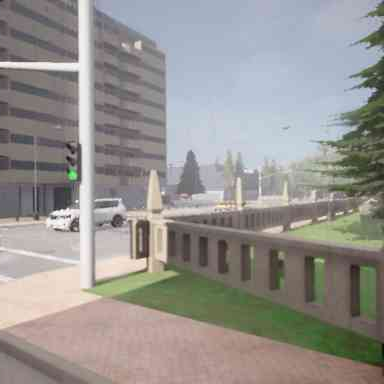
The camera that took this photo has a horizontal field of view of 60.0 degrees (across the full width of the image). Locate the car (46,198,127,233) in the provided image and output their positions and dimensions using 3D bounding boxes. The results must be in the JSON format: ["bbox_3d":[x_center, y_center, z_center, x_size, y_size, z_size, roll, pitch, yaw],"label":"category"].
[{"bbox_3d":[-6.954,1.501,22.607,2.150,2.045,5.566,-1,0,35],"label":"car"}]

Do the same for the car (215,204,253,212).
[{"bbox_3d":[4.053,1.798,25.947,1.895,1.301,4.718,-1,0,35],"label":"car"}]

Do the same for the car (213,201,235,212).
[{"bbox_3d":[4.269,1.762,38.624,1.882,1.535,5.008,-1,0,35],"label":"car"}]
